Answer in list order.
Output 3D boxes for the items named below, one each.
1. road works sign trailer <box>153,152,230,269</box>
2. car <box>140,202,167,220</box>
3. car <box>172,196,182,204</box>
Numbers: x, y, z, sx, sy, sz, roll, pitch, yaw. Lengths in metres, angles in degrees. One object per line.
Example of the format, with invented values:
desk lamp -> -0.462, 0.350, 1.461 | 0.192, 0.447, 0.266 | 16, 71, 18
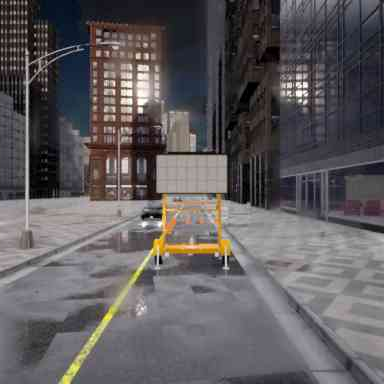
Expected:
road works sign trailer -> -0.004, 0.465, 11.091 | 2.380, 3.560, 2.880 | 0, 0, 0
car -> -3.113, 1.561, 28.211 | 2.033, 1.411, 5.357 | 0, 0, 0
car -> -3.030, 1.642, 68.237 | 1.812, 1.442, 4.674 | 0, 0, 0
